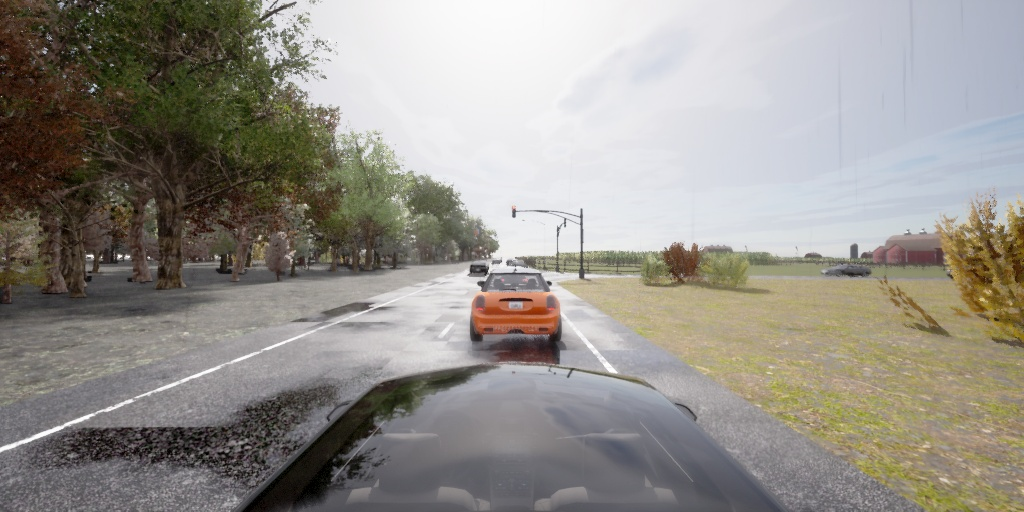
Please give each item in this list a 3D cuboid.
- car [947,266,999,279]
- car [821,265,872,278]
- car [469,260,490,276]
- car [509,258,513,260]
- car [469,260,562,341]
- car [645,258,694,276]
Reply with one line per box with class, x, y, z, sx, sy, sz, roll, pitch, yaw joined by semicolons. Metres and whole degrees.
car;48.883;1.772;37.669;4.902;1.511;2.128;1;-1;1
car;38.463;1.719;41.308;4.902;1.511;2.128;1;-1;0
car;-3.504;1.234;39.149;1.882;1.535;5.008;0;0;0
car;0.683;1.318;50.708;1.994;1.385;4.181;0;0;-18
car;0.079;1.104;9.993;2.097;1.767;4.553;0;0;0
car;18.066;1.226;41.363;5.566;2.045;2.150;1;-1;1
